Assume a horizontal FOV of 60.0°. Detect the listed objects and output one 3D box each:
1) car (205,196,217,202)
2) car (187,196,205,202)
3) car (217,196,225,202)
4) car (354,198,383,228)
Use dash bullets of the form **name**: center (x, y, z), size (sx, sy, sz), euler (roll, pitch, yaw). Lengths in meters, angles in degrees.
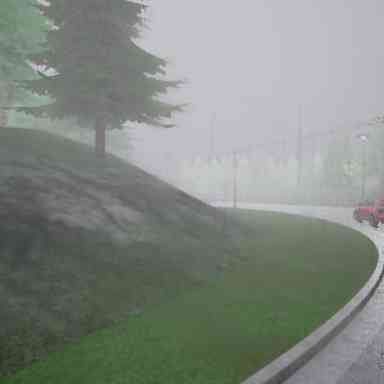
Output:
- **car**: center (4.388, 1.871, 93.442), size (2.097, 1.767, 4.553), euler (0, 0, -22)
- **car**: center (1.151, 2.097, 92.108), size (1.895, 1.301, 4.718), euler (0, 0, -22)
- **car**: center (7.639, 1.891, 94.741), size (2.097, 1.767, 4.553), euler (0, 0, -22)
- **car**: center (13.493, 1.408, 23.848), size (2.150, 2.045, 5.566), euler (0, 0, 10)
